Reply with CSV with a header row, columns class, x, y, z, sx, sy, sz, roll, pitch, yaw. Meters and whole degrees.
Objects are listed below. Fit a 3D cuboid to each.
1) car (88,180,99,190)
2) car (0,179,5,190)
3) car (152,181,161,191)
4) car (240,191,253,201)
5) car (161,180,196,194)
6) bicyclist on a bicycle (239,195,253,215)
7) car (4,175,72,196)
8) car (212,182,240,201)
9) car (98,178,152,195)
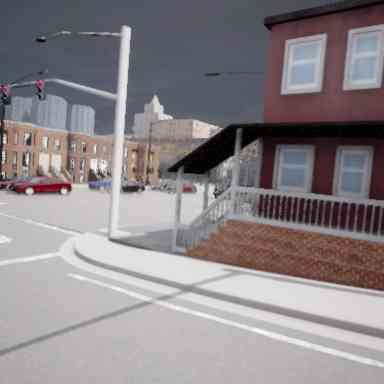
class,x,y,z,sx,sy,sz,roll,pitch,yaw
car,-9.625,-0.901,38.405,1.882,1.535,5.008,7,4,36
car,-15.297,-0.835,30.534,2.033,1.411,5.357,7,4,36
car,-3.764,-0.882,46.529,2.128,1.511,4.902,7,4,36
car,7.842,0.559,38.501,2.033,1.411,5.357,7,4,36
car,-1.423,-0.679,43.796,2.097,1.767,4.553,7,4,36
bicyclist on a bicycle,4.091,0.873,23.385,1.656,1.620,0.582,7,4,36
car,-12.647,-0.562,28.227,1.882,1.535,5.008,7,4,36
car,4.618,-0.108,39.935,2.150,2.045,5.566,7,4,36
car,-7.146,-0.545,35.886,2.128,1.511,4.902,7,4,36
